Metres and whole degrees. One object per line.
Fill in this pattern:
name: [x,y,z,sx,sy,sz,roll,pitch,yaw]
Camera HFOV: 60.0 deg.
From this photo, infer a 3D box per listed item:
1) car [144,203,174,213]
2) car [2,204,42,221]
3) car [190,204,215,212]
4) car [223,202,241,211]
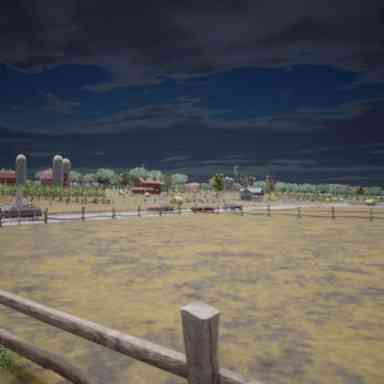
car: [-4.804,2.336,48.632,1.895,1.301,4.718,2,0,36]
car: [-16.941,1.888,31.772,1.837,1.490,4.892,2,0,36]
car: [1.816,2.537,52.898,1.895,1.301,4.718,2,0,36]
car: [7.422,2.603,60.776,2.128,1.511,4.902,2,0,36]
